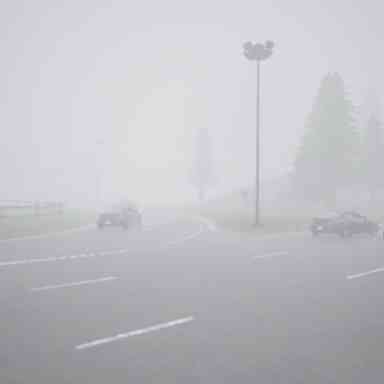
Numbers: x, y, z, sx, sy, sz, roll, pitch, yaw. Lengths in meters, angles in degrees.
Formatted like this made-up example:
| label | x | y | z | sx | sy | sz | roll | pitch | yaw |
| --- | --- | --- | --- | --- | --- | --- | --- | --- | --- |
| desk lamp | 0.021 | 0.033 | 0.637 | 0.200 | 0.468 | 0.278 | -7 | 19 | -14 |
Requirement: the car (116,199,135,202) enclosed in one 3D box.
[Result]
| label | x | y | z | sx | sy | sz | roll | pitch | yaw |
| --- | --- | --- | --- | --- | --- | --- | --- | --- | --- |
| car | -7.662 | 1.512 | 37.482 | 2.097 | 1.767 | 4.553 | 1 | 0 | -27 |

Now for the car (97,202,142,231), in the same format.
| label | x | y | z | sx | sy | sz | roll | pitch | yaw |
| --- | --- | --- | --- | --- | --- | --- | --- | --- | --- |
| car | -4.632 | 1.616 | 21.560 | 1.812 | 1.442 | 4.674 | 1 | 0 | 7 |

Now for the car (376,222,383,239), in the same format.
| label | x | y | z | sx | sy | sz | roll | pitch | yaw |
| --- | --- | --- | --- | --- | --- | --- | --- | --- | --- |
| car | 11.228 | 1.543 | 16.051 | 4.553 | 1.767 | 2.097 | 1 | 0 | -35 |

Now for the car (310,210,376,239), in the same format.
| label | x | y | z | sx | sy | sz | roll | pitch | yaw |
| --- | --- | --- | --- | --- | --- | --- | --- | --- | --- |
| car | 8.401 | 1.706 | 18.352 | 4.674 | 1.442 | 1.812 | 1 | 0 | -36 |
